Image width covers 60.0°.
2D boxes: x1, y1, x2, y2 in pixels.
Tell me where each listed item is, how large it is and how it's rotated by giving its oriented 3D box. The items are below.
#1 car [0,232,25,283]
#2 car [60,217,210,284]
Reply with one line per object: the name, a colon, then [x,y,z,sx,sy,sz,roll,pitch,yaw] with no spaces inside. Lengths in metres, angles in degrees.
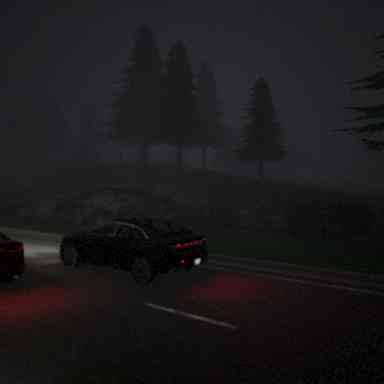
car: [-6.241,1.474,8.446,5.008,1.535,1.882,0,0,36]
car: [-1.828,1.489,9.597,4.902,1.511,2.128,0,0,36]
